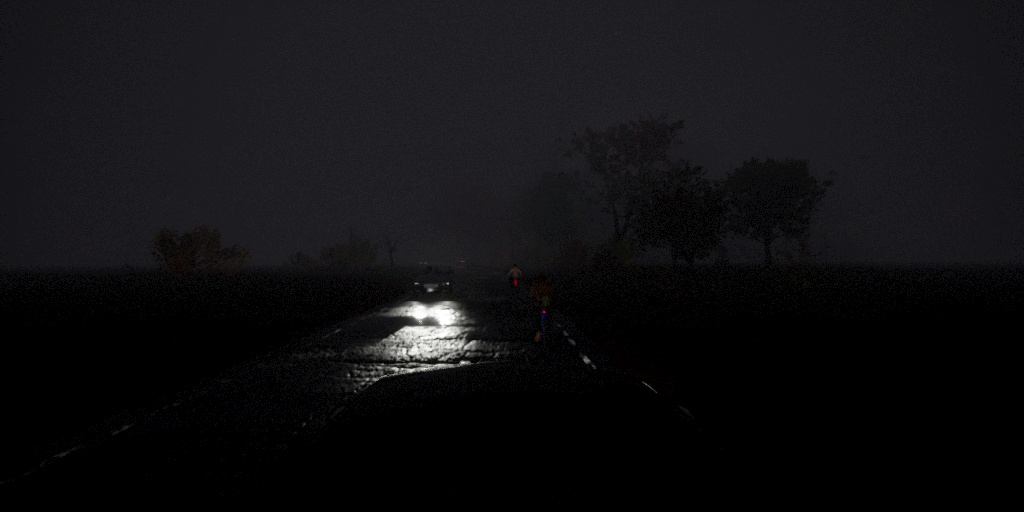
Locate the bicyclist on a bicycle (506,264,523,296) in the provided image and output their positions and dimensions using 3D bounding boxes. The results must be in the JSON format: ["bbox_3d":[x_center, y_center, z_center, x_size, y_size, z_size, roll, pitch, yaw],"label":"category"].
[{"bbox_3d":[0.152,1.188,18.223,0.866,1.612,1.509,0,0,-3],"label":"bicyclist on a bicycle"}]

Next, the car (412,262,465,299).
[{"bbox_3d":[-3.771,1.243,18.295,2.128,1.511,4.902,0,0,-4],"label":"car"}]

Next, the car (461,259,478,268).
[{"bbox_3d":[-6.945,1.320,60.875,2.033,1.411,5.357,0,0,-13],"label":"car"}]

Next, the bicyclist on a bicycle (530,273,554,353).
[{"bbox_3d":[0.679,1.203,7.873,0.582,1.620,1.656,0,0,-2],"label":"bicyclist on a bicycle"}]
